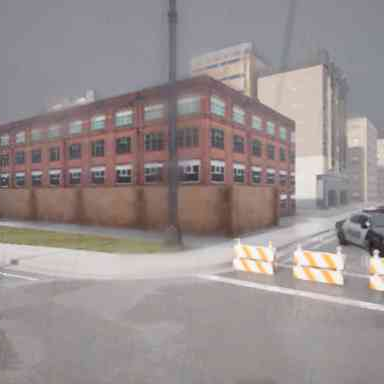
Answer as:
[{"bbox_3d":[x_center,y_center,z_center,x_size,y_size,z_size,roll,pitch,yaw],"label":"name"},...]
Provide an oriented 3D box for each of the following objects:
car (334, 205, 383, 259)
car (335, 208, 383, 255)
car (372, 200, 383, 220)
[{"bbox_3d":[6.966,1.457,12.199,2.038,1.542,4.974,0,0,5],"label":"car"},{"bbox_3d":[6.971,1.300,12.251,1.853,1.218,4.536,0,0,5],"label":"car"},{"bbox_3d":[17.946,1.458,27.538,4.974,1.542,2.038,0,0,-5],"label":"car"}]
